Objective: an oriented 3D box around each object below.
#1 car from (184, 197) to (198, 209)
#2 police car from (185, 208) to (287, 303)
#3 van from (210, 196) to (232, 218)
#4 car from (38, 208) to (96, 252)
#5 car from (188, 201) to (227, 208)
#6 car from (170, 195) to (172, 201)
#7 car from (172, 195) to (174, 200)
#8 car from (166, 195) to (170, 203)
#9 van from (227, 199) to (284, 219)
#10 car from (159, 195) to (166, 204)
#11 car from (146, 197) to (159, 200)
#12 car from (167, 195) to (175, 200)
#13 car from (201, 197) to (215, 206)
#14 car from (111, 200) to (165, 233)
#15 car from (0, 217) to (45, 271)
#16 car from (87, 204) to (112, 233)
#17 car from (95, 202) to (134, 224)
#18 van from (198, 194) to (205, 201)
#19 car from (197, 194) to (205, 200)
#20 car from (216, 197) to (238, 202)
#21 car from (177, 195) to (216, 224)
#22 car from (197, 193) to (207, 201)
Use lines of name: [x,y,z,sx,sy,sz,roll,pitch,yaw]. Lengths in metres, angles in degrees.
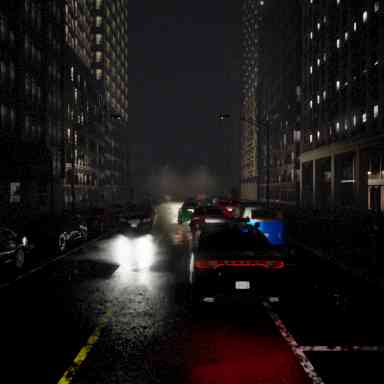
car: [-0.093,1.515,46.318,1.812,1.442,4.674,0,0,0]
police car: [0.879,1.423,8.403,1.930,1.638,5.238,0,0,0]
van: [2.602,1.334,31.003,1.690,1.788,3.998,-1,0,0]
car: [-5.733,1.563,13.931,1.947,1.339,4.313,-1,0,0]
car: [0.854,1.474,18.294,1.882,1.535,5.008,0,0,0]
car: [-5.879,1.422,70.767,1.967,1.590,4.097,-1,0,0]
car: [-5.906,1.504,81.964,1.752,1.417,4.829,-1,0,0]
car: [-5.863,1.566,65.083,1.802,1.307,4.206,-1,0,0]
van: [2.646,1.338,13.952,1.690,1.788,3.998,-1,0,0]
car: [-5.834,1.538,53.716,2.008,1.369,4.403,-1,0,0]
car: [-5.805,1.541,42.349,2.008,1.369,4.403,-1,0,0]
car: [-5.936,1.540,93.502,1.947,1.339,4.313,-1,0,0]
car: [2.546,1.538,53.737,2.008,1.369,4.403,-1,0,0]
car: [-3.051,1.487,19.906,2.128,1.511,4.902,0,0,0]
car: [-5.718,1.549,8.247,2.008,1.369,4.403,-1,0,0]
car: [-5.747,1.540,19.614,1.887,1.381,4.507,-1,0,0]
car: [-5.762,1.545,25.298,2.008,1.369,4.403,-1,0,0]
van: [2.458,1.317,87.839,1.690,1.788,3.998,-1,0,0]
car: [2.444,1.414,93.523,1.967,1.590,4.097,-1,0,0]
car: [2.616,1.309,25.319,2.192,1.841,5.009,-1,0,0]
car: [0.321,1.346,24.389,2.097,1.767,4.553,0,0,8]
car: [2.472,1.293,82.156,2.192,1.841,5.009,-1,0,0]
